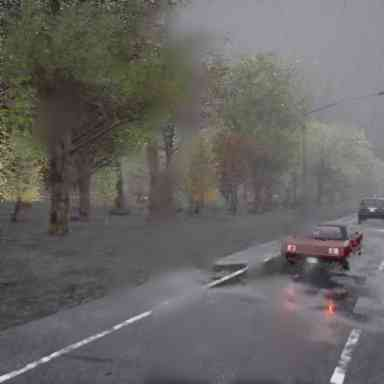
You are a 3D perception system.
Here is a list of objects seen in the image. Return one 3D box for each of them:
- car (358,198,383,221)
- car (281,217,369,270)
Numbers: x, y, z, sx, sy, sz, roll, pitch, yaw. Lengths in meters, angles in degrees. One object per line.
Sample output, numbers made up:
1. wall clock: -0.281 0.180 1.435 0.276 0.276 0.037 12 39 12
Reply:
1. car: 15.021 1.500 27.241 2.150 2.045 5.566 -1 -1 33
2. car: 4.765 1.735 11.632 1.895 1.301 4.718 -1 -1 33
